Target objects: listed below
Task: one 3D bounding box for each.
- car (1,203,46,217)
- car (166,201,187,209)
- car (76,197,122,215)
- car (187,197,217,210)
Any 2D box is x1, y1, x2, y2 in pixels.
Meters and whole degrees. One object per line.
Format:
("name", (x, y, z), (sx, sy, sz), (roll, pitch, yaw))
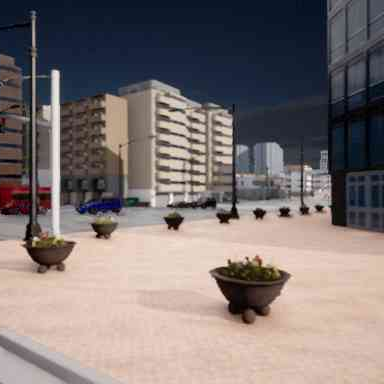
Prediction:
("car", (-17.479, 1.828, 34.752), (1.994, 1.385, 4.181), (0, -1, 35))
("car", (-2.144, 2.196, 56.445), (2.033, 1.411, 5.357), (0, -1, 36))
("car", (-10.625, 1.570, 38.404), (2.150, 2.045, 5.566), (0, -1, 35))
("car", (2.115, 1.881, 56.378), (2.150, 2.045, 5.566), (0, -1, 35))
